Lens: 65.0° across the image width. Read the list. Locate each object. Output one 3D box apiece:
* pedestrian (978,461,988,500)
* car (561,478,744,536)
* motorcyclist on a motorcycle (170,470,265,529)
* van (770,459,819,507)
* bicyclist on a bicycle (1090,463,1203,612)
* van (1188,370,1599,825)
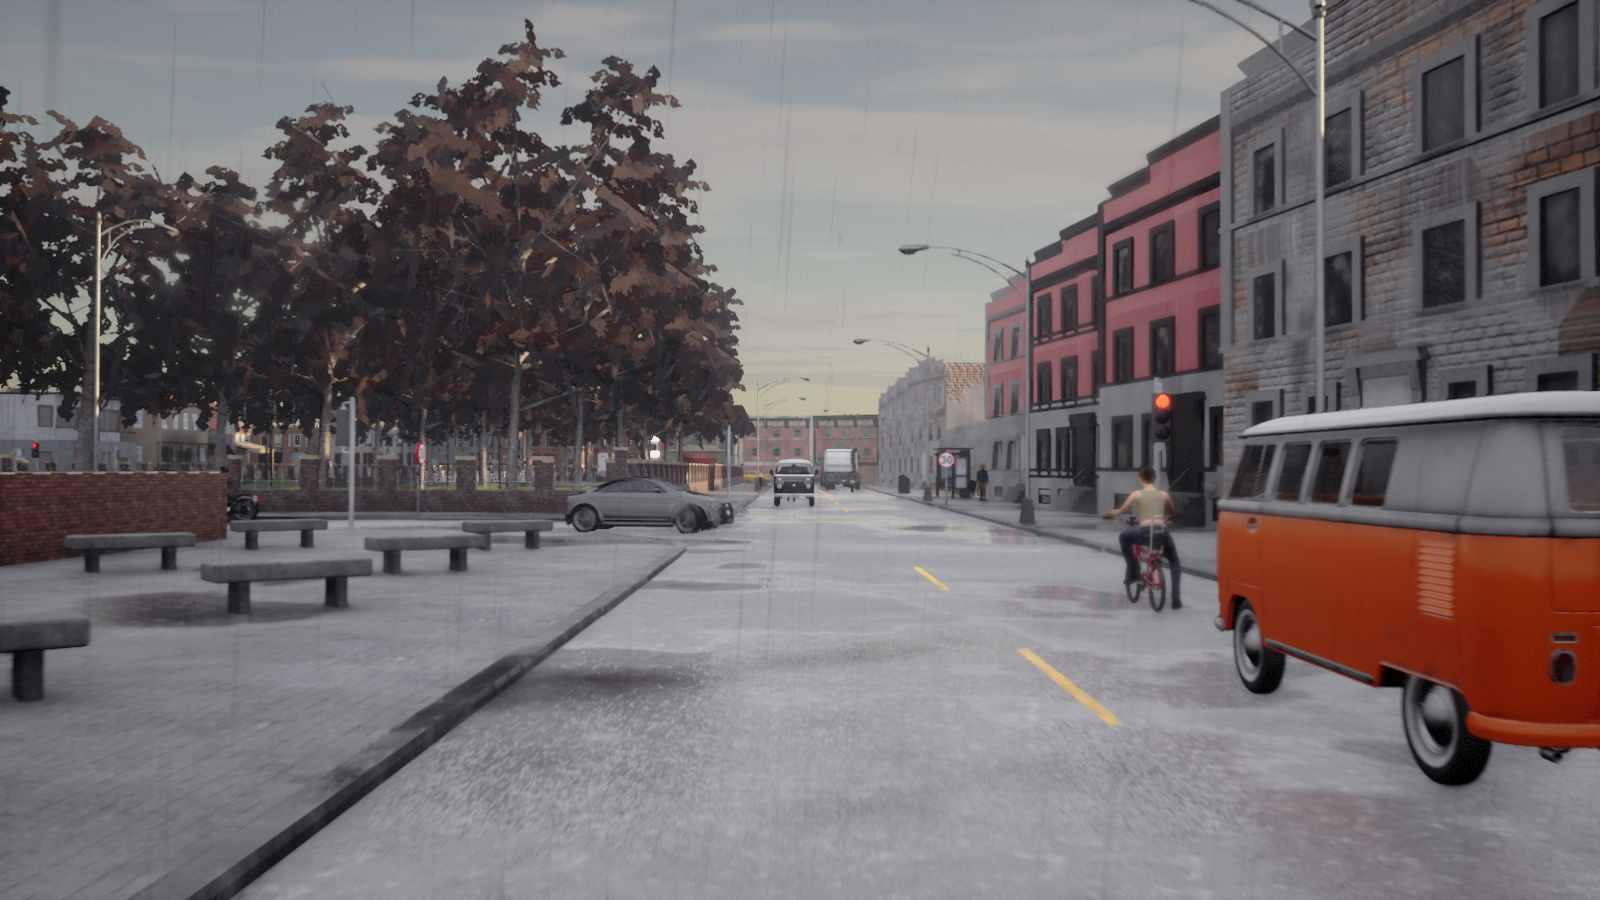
[{"bbox_3d":[8.655,1.445,59.368,0.402,1.842,0.726,0,-1,2],"label":"pedestrian"},{"bbox_3d":[-3.650,1.400,31.510,4.181,1.385,1.994,0,-1,9],"label":"car"},{"bbox_3d":[-16.641,1.409,35.925,2.350,1.649,0.766,0,-1,-2],"label":"motorcyclist on a motorcycle"},{"bbox_3d":[-0.240,1.429,55.332,2.069,2.038,4.480,0,-1,0],"label":"van"},{"bbox_3d":[3.953,0.967,14.450,0.866,1.612,1.509,0,-1,0],"label":"bicyclist on a bicycle"},{"bbox_3d":[3.975,0.675,7.714,1.775,1.987,4.442,0,-1,0],"label":"van"}]
